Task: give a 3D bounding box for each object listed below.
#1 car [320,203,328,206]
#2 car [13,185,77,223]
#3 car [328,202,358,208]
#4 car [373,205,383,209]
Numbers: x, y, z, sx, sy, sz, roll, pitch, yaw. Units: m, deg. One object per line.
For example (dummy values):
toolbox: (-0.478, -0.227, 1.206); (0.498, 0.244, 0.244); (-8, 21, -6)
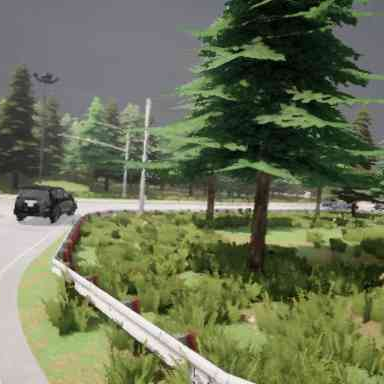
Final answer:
car: (22.122, 1.835, 53.633); (5.008, 1.535, 1.882); (3, 3, -39)
car: (-8.877, 0.638, 20.554); (2.150, 2.045, 5.566); (4, 3, -4)
car: (23.001, 2.149, 49.735); (5.357, 1.411, 2.033); (2, 3, -39)
car: (33.980, 2.597, 58.858); (5.357, 1.411, 2.033); (2, 3, -39)
